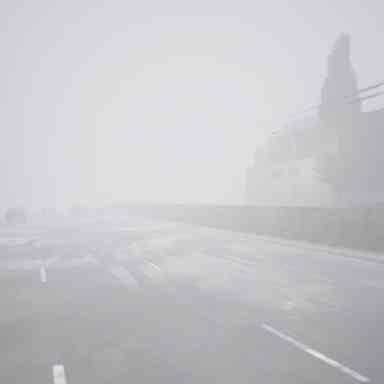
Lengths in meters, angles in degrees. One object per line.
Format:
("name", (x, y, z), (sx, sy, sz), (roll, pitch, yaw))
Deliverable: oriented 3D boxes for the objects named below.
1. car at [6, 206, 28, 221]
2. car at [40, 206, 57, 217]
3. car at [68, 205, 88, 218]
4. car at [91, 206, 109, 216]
("car", (-18.894, 2.332, 35.902), (1.837, 1.490, 4.892), (1, -1, -26))
("car", (-19.430, 2.571, 45.016), (2.128, 1.511, 4.902), (1, -2, -26))
("car", (-15.240, 2.457, 44.406), (2.097, 1.767, 4.553), (1, -2, -26))
("car", (-13.543, 2.744, 48.912), (2.128, 1.511, 4.902), (1, -2, -26))
